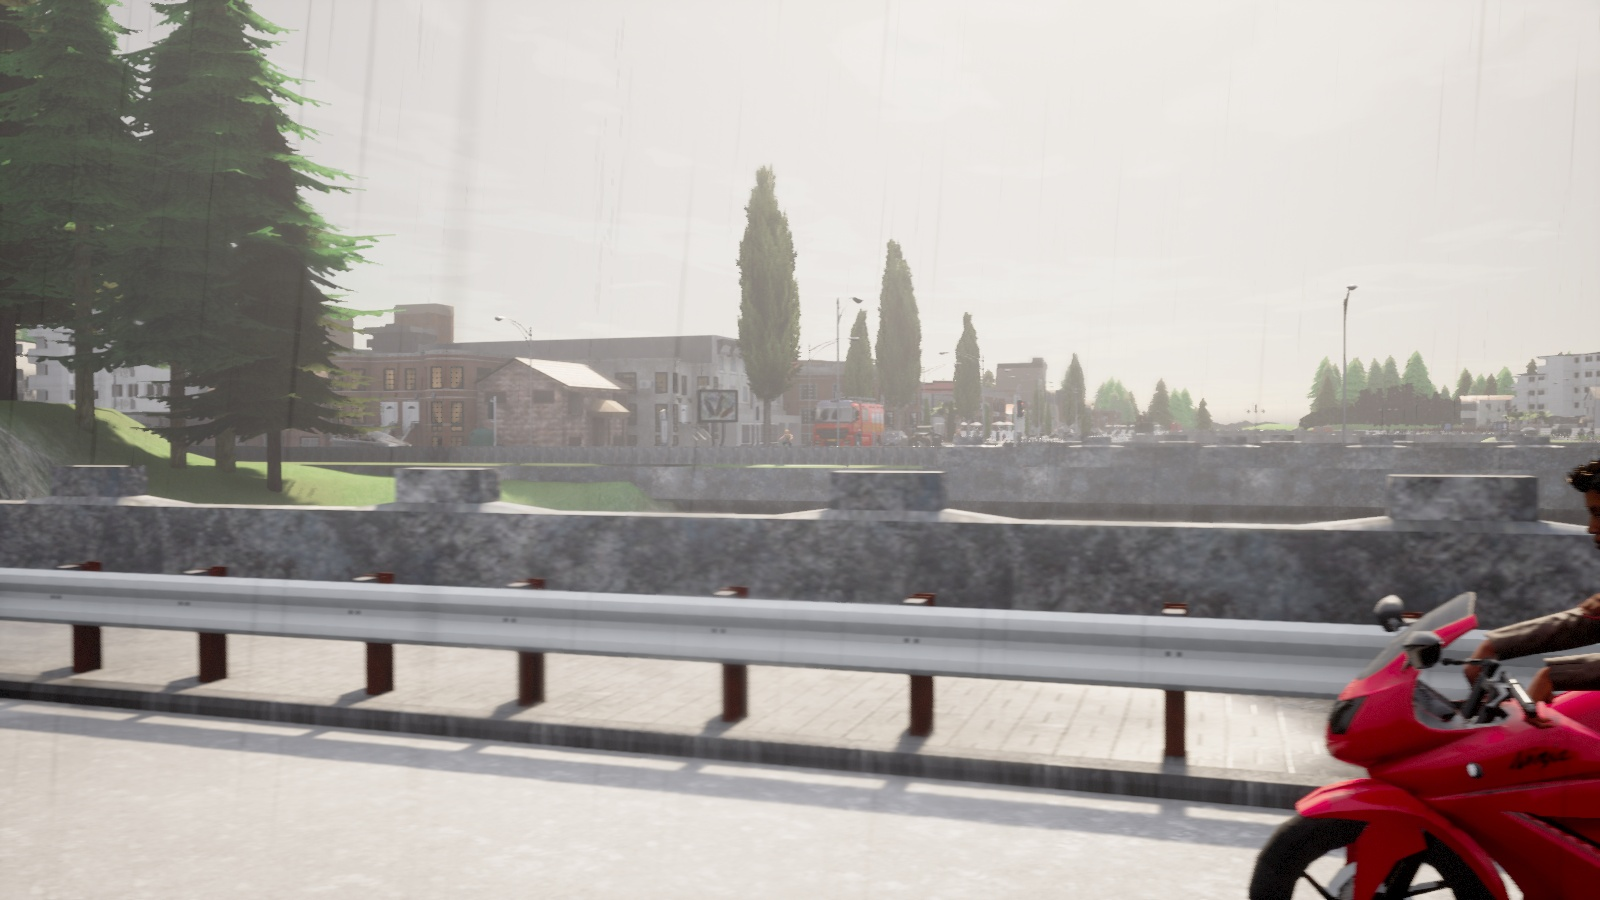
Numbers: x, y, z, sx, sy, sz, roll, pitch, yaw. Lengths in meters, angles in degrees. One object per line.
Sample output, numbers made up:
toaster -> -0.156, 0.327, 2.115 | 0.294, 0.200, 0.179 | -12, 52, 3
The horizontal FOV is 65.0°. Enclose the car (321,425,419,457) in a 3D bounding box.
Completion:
car -> -23.307, -0.507, 68.067 | 4.611, 1.667, 2.242 | 1, 1, 19

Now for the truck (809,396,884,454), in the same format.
truck -> 3.328, -1.723, 87.222 | 2.891, 3.827, 8.468 | 1, 1, 19

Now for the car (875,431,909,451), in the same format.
car -> 7.294, -0.717, 99.009 | 1.845, 1.501, 3.633 | 1, 1, 19

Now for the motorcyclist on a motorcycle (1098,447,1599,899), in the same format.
motorcyclist on a motorcycle -> 1.823, 0.765, 3.108 | 2.044, 1.523, 0.797 | 0, 1, 19
